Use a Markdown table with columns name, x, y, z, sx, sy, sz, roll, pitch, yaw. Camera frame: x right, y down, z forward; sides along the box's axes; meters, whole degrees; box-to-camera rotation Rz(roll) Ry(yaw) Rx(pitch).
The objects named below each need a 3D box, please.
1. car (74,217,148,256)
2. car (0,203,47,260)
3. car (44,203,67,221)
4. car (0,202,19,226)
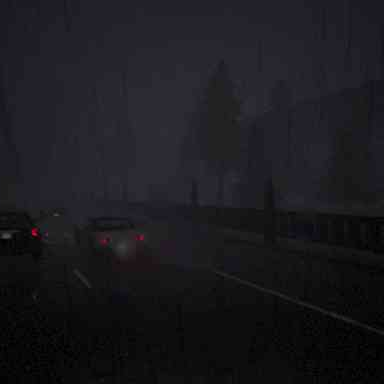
| name | x | y | z | sx | sy | sz | roll | pitch | yaw |
| --- | --- | --- | --- | --- | --- | --- | --- | --- | --- |
| car | -3.459 | 1.645 | 13.392 | 1.895 | 1.301 | 4.718 | 0 | 0 | -29 |
| car | -6.753 | 1.383 | 12.118 | 2.097 | 1.767 | 4.553 | 0 | 0 | -29 |
| car | -11.526 | 1.606 | 27.562 | 1.812 | 1.442 | 4.674 | 0 | 0 | -29 |
| car | -14.242 | 1.571 | 25.246 | 1.837 | 1.490 | 4.892 | 0 | 0 | -29 |
